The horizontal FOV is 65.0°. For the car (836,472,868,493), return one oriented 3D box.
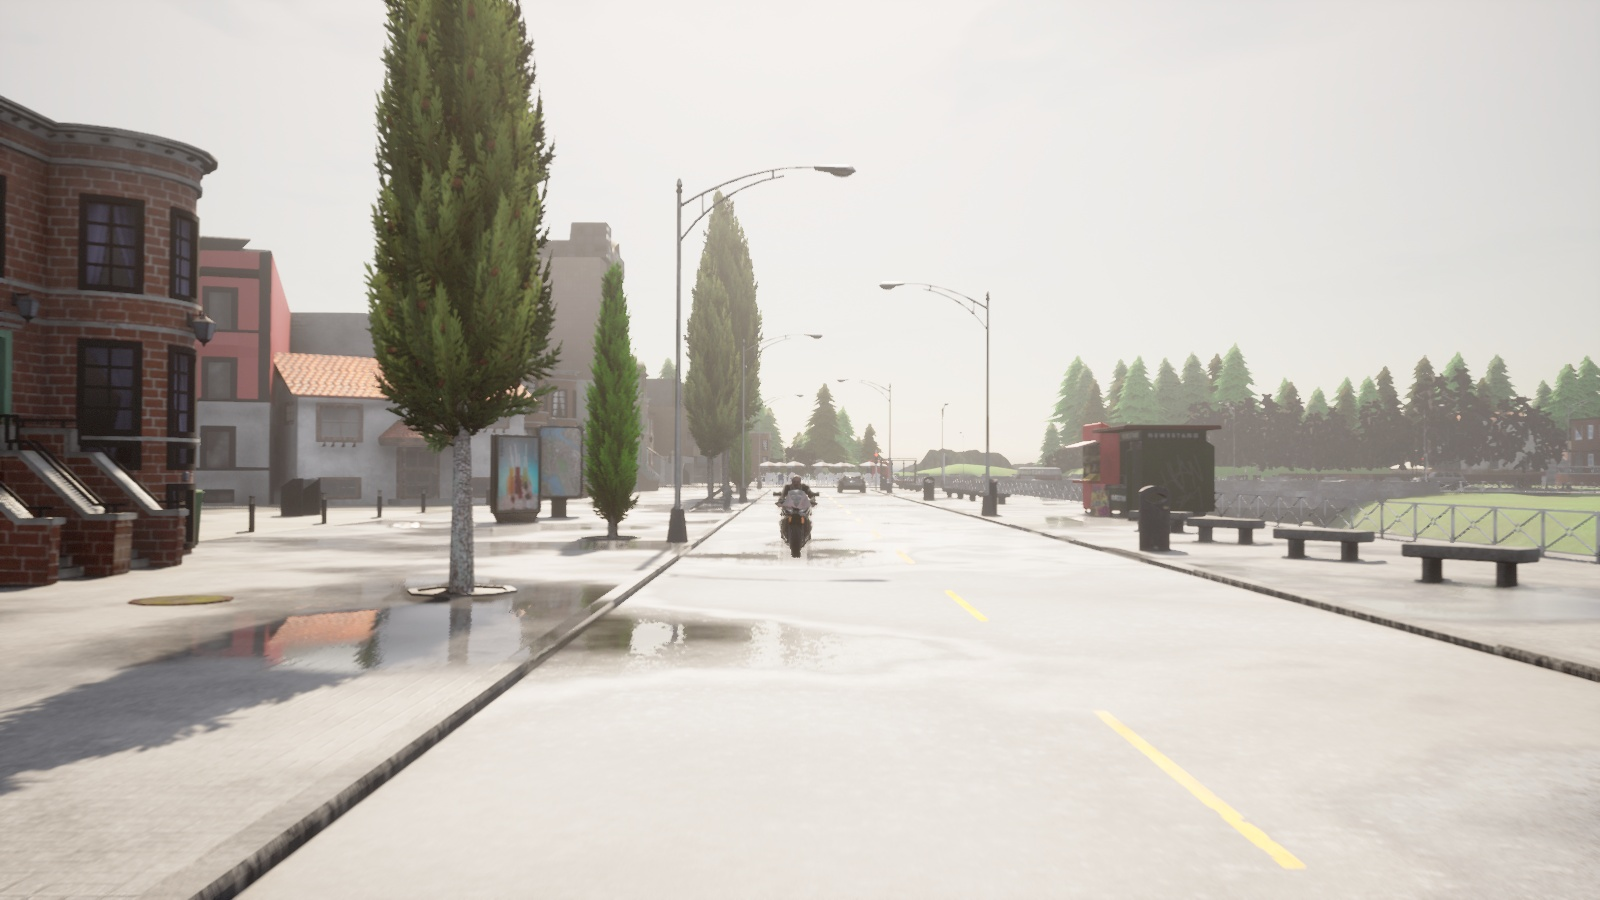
[{"bbox_3d":[3.761,2.334,91.674,2.163,1.488,4.792,0,-1,0],"label":"car"}]

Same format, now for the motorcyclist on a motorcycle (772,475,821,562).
[{"bbox_3d":[-0.061,1.242,23.439,0.866,1.530,2.191,0,-1,0],"label":"motorcyclist on a motorcycle"}]
